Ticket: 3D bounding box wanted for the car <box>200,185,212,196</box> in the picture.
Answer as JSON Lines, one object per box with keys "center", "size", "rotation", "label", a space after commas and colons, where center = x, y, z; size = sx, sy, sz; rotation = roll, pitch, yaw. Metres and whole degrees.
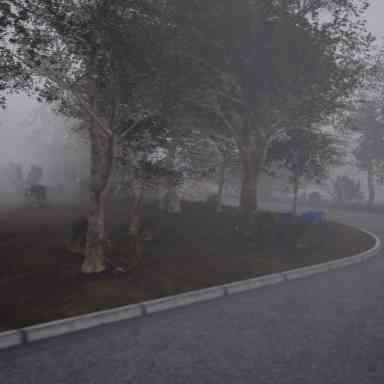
{"center": [0.677, -0.179, 42.553], "size": [2.097, 1.767, 4.553], "rotation": [2, 2, -34], "label": "car"}
